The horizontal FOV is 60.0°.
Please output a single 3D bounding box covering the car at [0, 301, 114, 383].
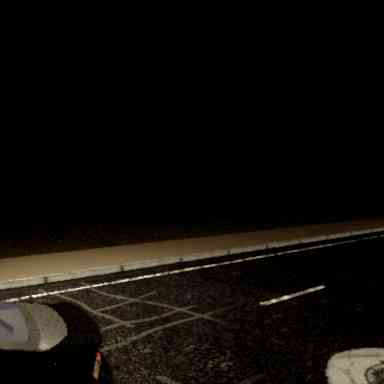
[{"bbox_3d":[-2.845,1.502,1.659,4.902,1.511,2.128,-1,0,-35],"label":"car"}]
